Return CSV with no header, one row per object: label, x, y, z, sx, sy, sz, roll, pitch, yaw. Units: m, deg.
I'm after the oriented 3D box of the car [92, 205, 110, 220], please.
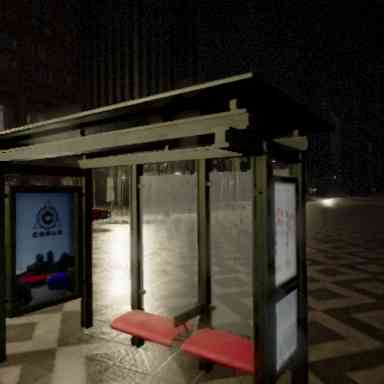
car,-7.920,1.500,24.348,1.994,1.385,4.181,-1,0,36
